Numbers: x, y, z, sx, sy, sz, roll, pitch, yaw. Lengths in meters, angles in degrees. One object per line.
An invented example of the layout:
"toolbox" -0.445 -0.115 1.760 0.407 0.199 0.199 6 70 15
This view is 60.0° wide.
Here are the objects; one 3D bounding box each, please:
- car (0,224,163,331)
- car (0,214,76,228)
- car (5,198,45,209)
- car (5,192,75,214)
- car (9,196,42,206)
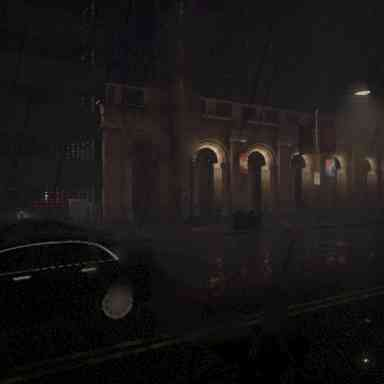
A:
"car" -2.925 1.504 5.789 4.892 1.490 1.837 0 0 -29
"car" -4.542 1.477 8.893 5.008 1.535 1.882 0 0 -29
"car" -22.306 1.460 44.445 4.718 1.301 1.895 0 0 -29
"car" -12.747 1.027 28.586 5.566 2.045 2.435 0 0 -29
"car" -27.477 1.410 54.838 4.786 1.482 2.161 0 0 -29
